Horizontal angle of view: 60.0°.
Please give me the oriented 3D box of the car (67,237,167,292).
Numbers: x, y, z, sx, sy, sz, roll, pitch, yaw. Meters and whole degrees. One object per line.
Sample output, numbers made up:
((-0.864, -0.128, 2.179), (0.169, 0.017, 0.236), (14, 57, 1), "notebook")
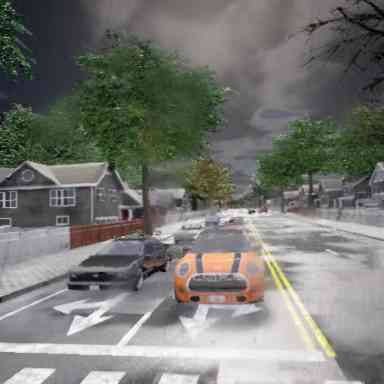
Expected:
((-2.068, 2.288, 11.428), (2.033, 1.411, 5.357), (-3, -4, 11), "car")

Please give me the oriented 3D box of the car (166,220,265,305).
((0.882, 1.873, 9.505), (2.097, 1.767, 4.553), (-2, -4, 8), "car")

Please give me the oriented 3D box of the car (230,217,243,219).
((4.323, 3.190, 32.127), (1.837, 1.490, 4.892), (-2, -3, 9), "car")

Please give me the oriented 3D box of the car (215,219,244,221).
((2.236, 2.497, 18.403), (1.882, 1.535, 5.008), (-2, -3, 8), "car")

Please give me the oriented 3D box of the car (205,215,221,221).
((2.820, 3.761, 43.485), (1.882, 1.535, 5.008), (-2, -3, 9), "car")
